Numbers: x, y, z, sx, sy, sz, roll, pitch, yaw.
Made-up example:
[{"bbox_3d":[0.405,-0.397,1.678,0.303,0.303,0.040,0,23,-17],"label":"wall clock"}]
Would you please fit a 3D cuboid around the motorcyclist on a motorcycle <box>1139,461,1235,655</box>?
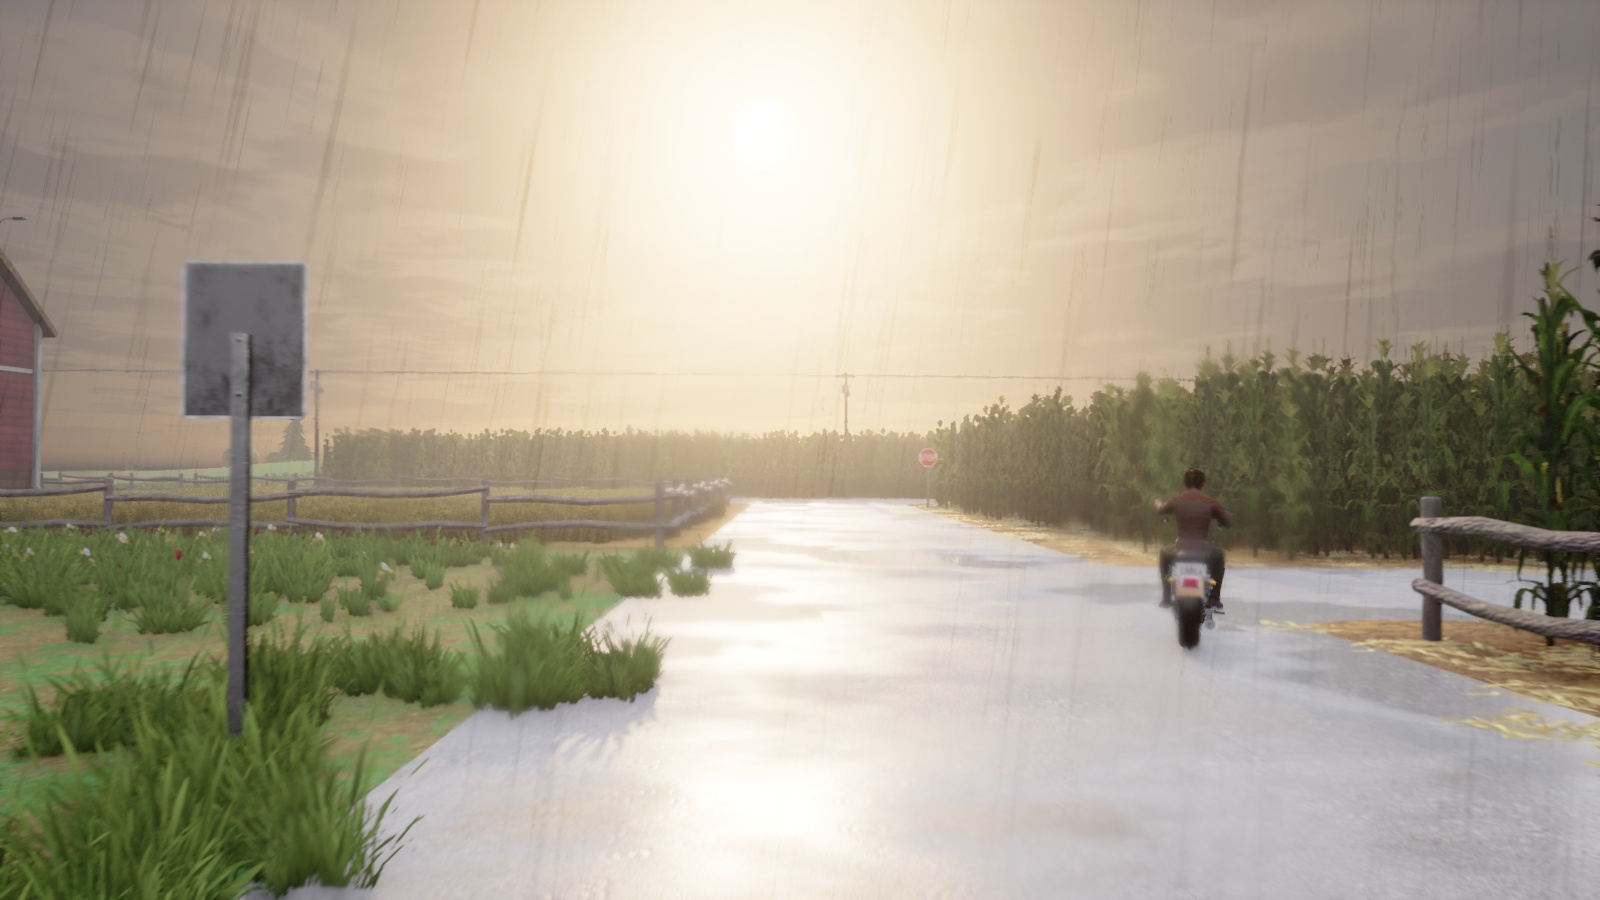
[{"bbox_3d":[3.747,0.952,12.064,0.766,1.649,2.350,1,-1,19],"label":"motorcyclist on a motorcycle"}]
